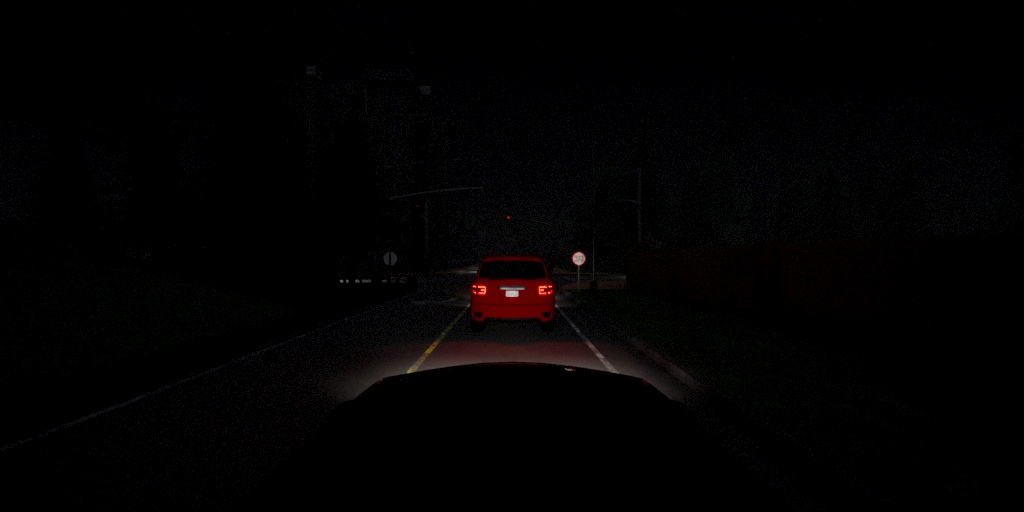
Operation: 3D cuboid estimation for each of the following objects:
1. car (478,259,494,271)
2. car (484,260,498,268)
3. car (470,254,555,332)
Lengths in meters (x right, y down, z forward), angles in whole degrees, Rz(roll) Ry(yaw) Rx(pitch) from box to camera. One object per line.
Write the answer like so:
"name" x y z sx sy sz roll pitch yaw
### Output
"car" -3.534 1.227 49.570 1.882 1.535 5.008 0 0 0
"car" -3.506 1.314 59.978 1.994 1.385 4.181 0 0 1
"car" 0.053 0.971 11.005 2.150 2.045 5.566 0 0 1
